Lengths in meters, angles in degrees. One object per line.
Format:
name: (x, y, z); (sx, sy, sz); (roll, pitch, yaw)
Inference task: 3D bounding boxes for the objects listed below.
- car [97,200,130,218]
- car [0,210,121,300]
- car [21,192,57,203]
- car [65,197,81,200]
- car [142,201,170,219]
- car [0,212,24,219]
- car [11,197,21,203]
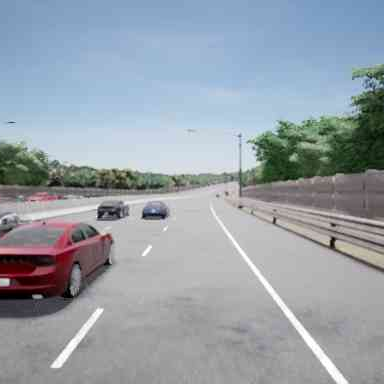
car: (-6.537, 1.407, 27.999); (1.837, 1.490, 4.892); (0, 0, 1)
car: (-3.354, 1.445, 8.392); (1.882, 1.535, 5.008); (0, 0, 0)
car: (-20.194, 1.081, 44.954); (2.150, 2.045, 5.566); (0, 0, 3)
car: (-16.621, 1.415, 46.541); (2.033, 1.411, 5.357); (0, 0, 3)
car: (-3.024, 1.469, 28.473); (1.994, 1.385, 4.181); (0, 0, 1)
car: (-6.821, 1.444, 11.924); (2.128, 1.511, 4.902); (0, 0, 1)
car: (-23.594, 1.361, 47.069); (1.837, 1.490, 4.892); (0, 0, 3)
